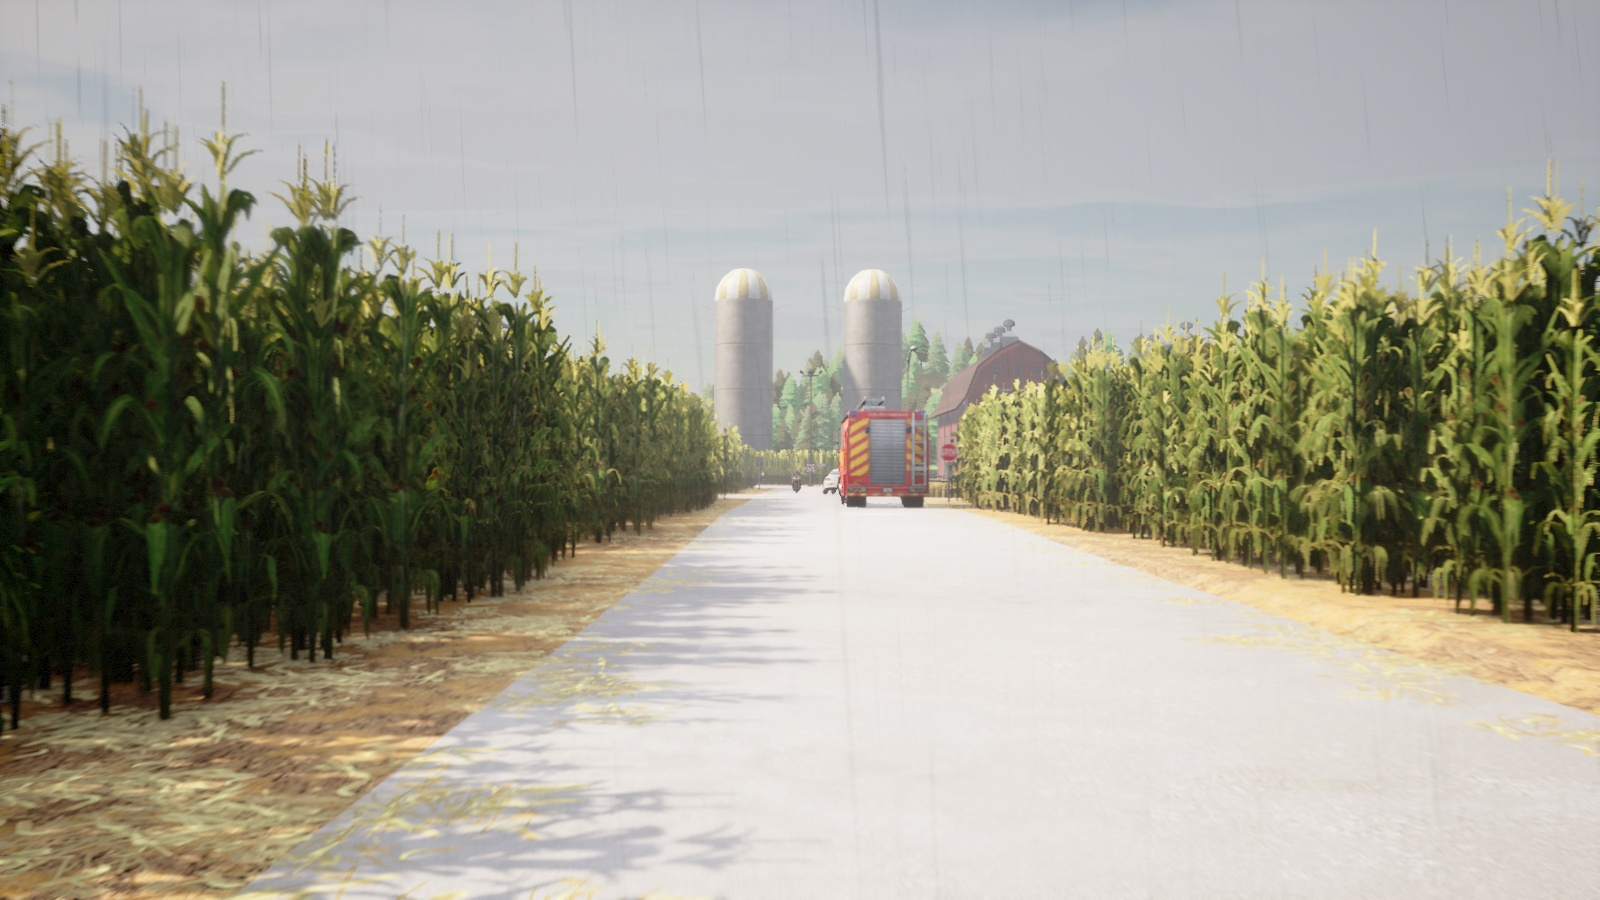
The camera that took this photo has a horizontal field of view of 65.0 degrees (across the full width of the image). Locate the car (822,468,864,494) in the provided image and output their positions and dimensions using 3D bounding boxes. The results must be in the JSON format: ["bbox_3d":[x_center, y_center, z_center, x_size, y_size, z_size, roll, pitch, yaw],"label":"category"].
[{"bbox_3d":[2.521,1.811,72.549,1.812,1.442,4.674,0,-1,10],"label":"car"}]

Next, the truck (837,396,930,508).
[{"bbox_3d":[2.979,0.157,47.307,2.891,3.827,8.468,0,-1,0],"label":"truck"}]
